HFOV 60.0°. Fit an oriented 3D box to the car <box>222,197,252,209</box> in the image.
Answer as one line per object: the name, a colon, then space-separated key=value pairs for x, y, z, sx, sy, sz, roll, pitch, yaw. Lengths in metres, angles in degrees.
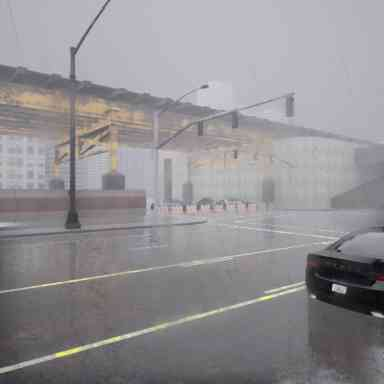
car: x=5.538 y=1.295 z=43.743 sx=4.536 sy=1.218 sz=1.853 roll=0 pitch=0 yaw=-7

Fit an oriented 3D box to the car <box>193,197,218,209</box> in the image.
car: x=1.727 y=1.295 z=40.006 sx=1.853 sy=1.218 sz=4.536 roll=0 pitch=0 yaw=18

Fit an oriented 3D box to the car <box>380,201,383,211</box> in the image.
car: x=24.243 y=1.491 z=39.771 sx=4.902 sy=1.511 sz=2.128 roll=0 pitch=0 yaw=-37

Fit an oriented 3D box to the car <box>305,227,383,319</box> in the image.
car: x=4.486 y=1.478 z=7.043 sx=5.008 sy=1.535 sz=1.882 roll=0 pitch=0 yaw=-36

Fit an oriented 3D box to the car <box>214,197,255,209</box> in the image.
car: x=5.590 y=1.453 z=43.750 sx=4.974 sy=1.542 sz=2.038 roll=0 pitch=0 yaw=-7

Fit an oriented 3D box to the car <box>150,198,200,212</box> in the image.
car: x=-2.010 y=1.453 z=37.240 sx=4.974 sy=1.542 sz=2.038 roll=0 pitch=0 yaw=8

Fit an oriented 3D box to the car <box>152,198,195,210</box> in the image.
car: x=-2.061 y=1.295 z=37.246 sx=4.536 sy=1.218 sz=1.853 roll=0 pitch=0 yaw=8

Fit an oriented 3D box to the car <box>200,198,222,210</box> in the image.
car: x=1.712 y=1.453 z=39.957 sx=2.038 sy=1.542 sz=4.974 roll=0 pitch=0 yaw=18
